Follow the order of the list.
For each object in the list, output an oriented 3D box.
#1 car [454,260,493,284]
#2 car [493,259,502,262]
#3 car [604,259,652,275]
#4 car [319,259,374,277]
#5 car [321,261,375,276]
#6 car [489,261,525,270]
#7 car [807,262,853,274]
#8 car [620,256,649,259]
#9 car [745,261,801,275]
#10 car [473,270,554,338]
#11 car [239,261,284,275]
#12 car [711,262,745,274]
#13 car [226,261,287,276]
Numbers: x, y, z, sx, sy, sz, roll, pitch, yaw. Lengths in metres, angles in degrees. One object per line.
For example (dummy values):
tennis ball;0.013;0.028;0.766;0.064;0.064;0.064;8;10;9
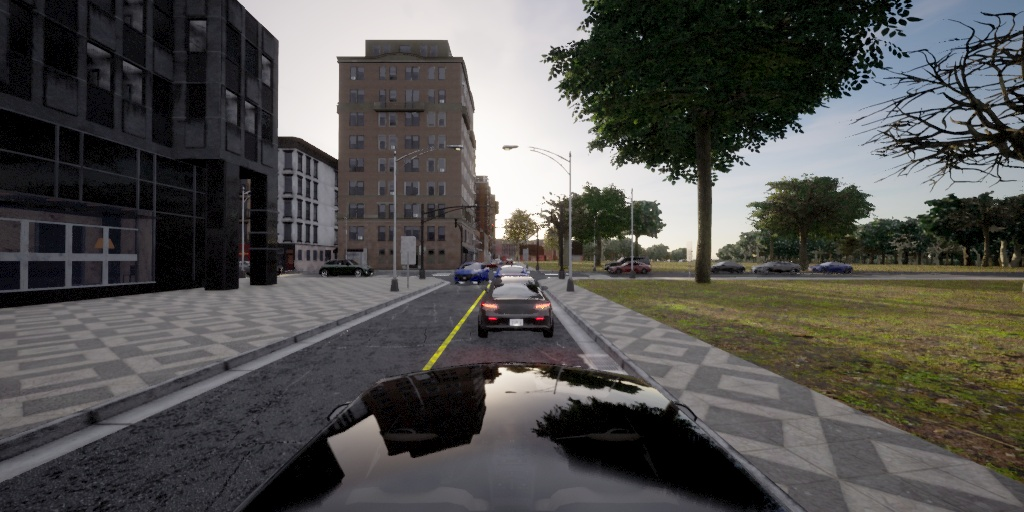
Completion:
car;-2.962;1.246;26.948;1.882;1.535;5.008;-1;0;7
car;-3.084;1.429;56.196;1.895;1.301;4.718;0;0;1
car;13.165;1.343;40.096;4.674;1.442;1.812;0;-1;-3
car;-15.246;1.074;33.272;4.553;1.767;2.097;0;-1;0
car;-16.628;1.283;36.519;4.674;1.442;1.812;0;-1;-2
car;-0.015;1.241;19.512;1.882;1.535;5.008;0;0;0
car;38.539;1.413;43.461;4.674;1.442;1.812;0;-1;0
car;13.983;1.075;43.369;5.566;2.045;2.150;0;-1;0
car;29.513;1.327;40.187;4.902;1.511;2.128;0;-1;0
car;0.076;1.280;10.123;1.812;1.442;4.674;0;0;-1
car;-24.383;1.216;33.226;4.902;1.511;2.128;0;-1;0
car;25.697;1.392;43.418;4.674;1.442;1.812;0;-1;0
car;-25.882;1.266;36.468;4.892;1.490;1.837;0;-1;0
